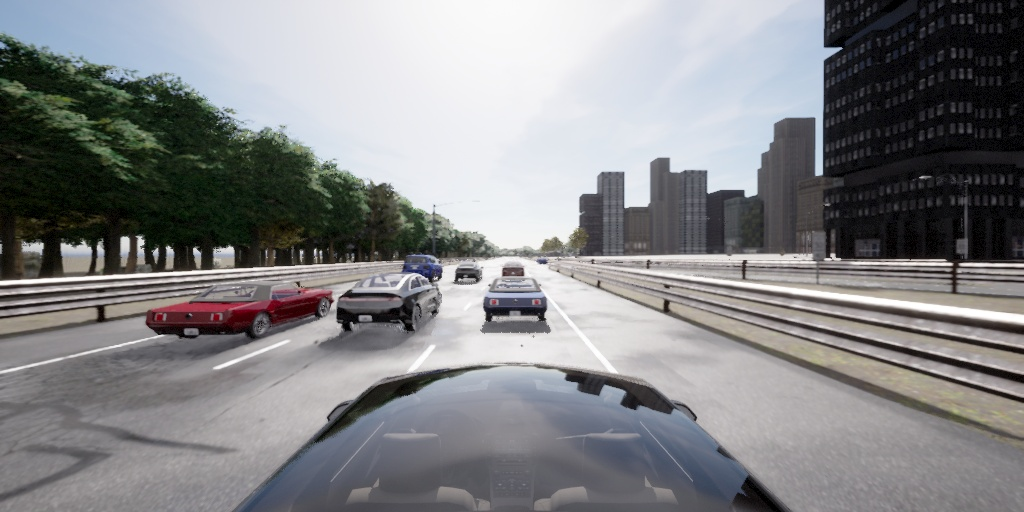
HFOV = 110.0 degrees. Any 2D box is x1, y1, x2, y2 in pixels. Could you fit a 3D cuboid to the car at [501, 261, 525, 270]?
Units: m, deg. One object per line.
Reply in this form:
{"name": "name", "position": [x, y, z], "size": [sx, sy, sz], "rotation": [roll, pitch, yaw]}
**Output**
{"name": "car", "position": [0.099, 1.197, 30.240], "size": [1.882, 1.535, 5.008], "rotation": [0, 0, 0]}

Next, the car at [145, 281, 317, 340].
{"name": "car", "position": [-6.902, 1.348, 9.946], "size": [1.895, 1.301, 4.718], "rotation": [0, 0, 0]}

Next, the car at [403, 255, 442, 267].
{"name": "car", "position": [-6.903, 0.945, 28.137], "size": [2.150, 2.045, 5.566], "rotation": [0, 0, 0]}

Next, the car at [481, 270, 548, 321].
{"name": "car", "position": [0.097, 1.346, 12.422], "size": [1.895, 1.301, 4.718], "rotation": [0, 0, 0]}

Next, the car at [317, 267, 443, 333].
{"name": "car", "position": [-3.401, 1.238, 10.750], "size": [2.128, 1.511, 4.902], "rotation": [0, 0, 0]}

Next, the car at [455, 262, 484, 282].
{"name": "car", "position": [-3.402, 1.227, 28.716], "size": [1.837, 1.490, 4.892], "rotation": [0, 0, 0]}
